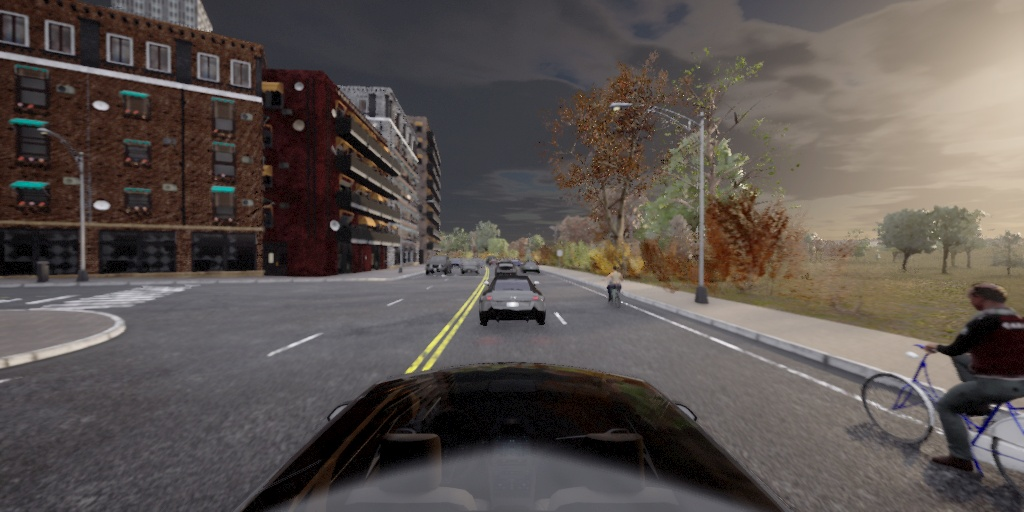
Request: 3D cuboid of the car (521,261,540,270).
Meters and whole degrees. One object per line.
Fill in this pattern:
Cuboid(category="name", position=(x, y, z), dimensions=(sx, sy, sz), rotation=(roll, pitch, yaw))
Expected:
Cuboid(category="car", position=(2.075, 1.290, 42.295), dimensions=(1.994, 1.385, 4.181), rotation=(0, 0, -3))

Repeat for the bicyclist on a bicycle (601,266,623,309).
Cuboid(category="bicyclist on a bicycle", position=(3.972, 1.179, 13.966), dimensions=(0.866, 1.612, 1.509), rotation=(0, 0, -1))

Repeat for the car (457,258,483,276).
Cuboid(category="car", position=(-4.355, 1.241, 37.732), dimensions=(1.837, 1.490, 4.892), rotation=(0, 0, -3))

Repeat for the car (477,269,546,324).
Cuboid(category="car", position=(-0.011, 1.310, 11.937), dimensions=(1.994, 1.385, 4.181), rotation=(0, 0, -1))

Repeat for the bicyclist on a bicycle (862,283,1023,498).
Cuboid(category="bicyclist on a bicycle", position=(4.122, 1.118, 3.309), dimensions=(0.659, 1.776, 1.843), rotation=(0, 0, 0))

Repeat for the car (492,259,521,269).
Cuboid(category="car", position=(-0.555, 1.242, 30.210), dimensions=(1.837, 1.490, 4.892), rotation=(0, 0, -2))

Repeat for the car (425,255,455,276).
Cuboid(category="car", position=(-7.599, 0.959, 37.550), dimensions=(2.150, 2.045, 5.566), rotation=(0, 0, -3))

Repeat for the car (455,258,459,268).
Cuboid(category="car", position=(-8.945, 1.073, 57.980), dimensions=(2.097, 1.767, 4.553), rotation=(0, 0, -4))
